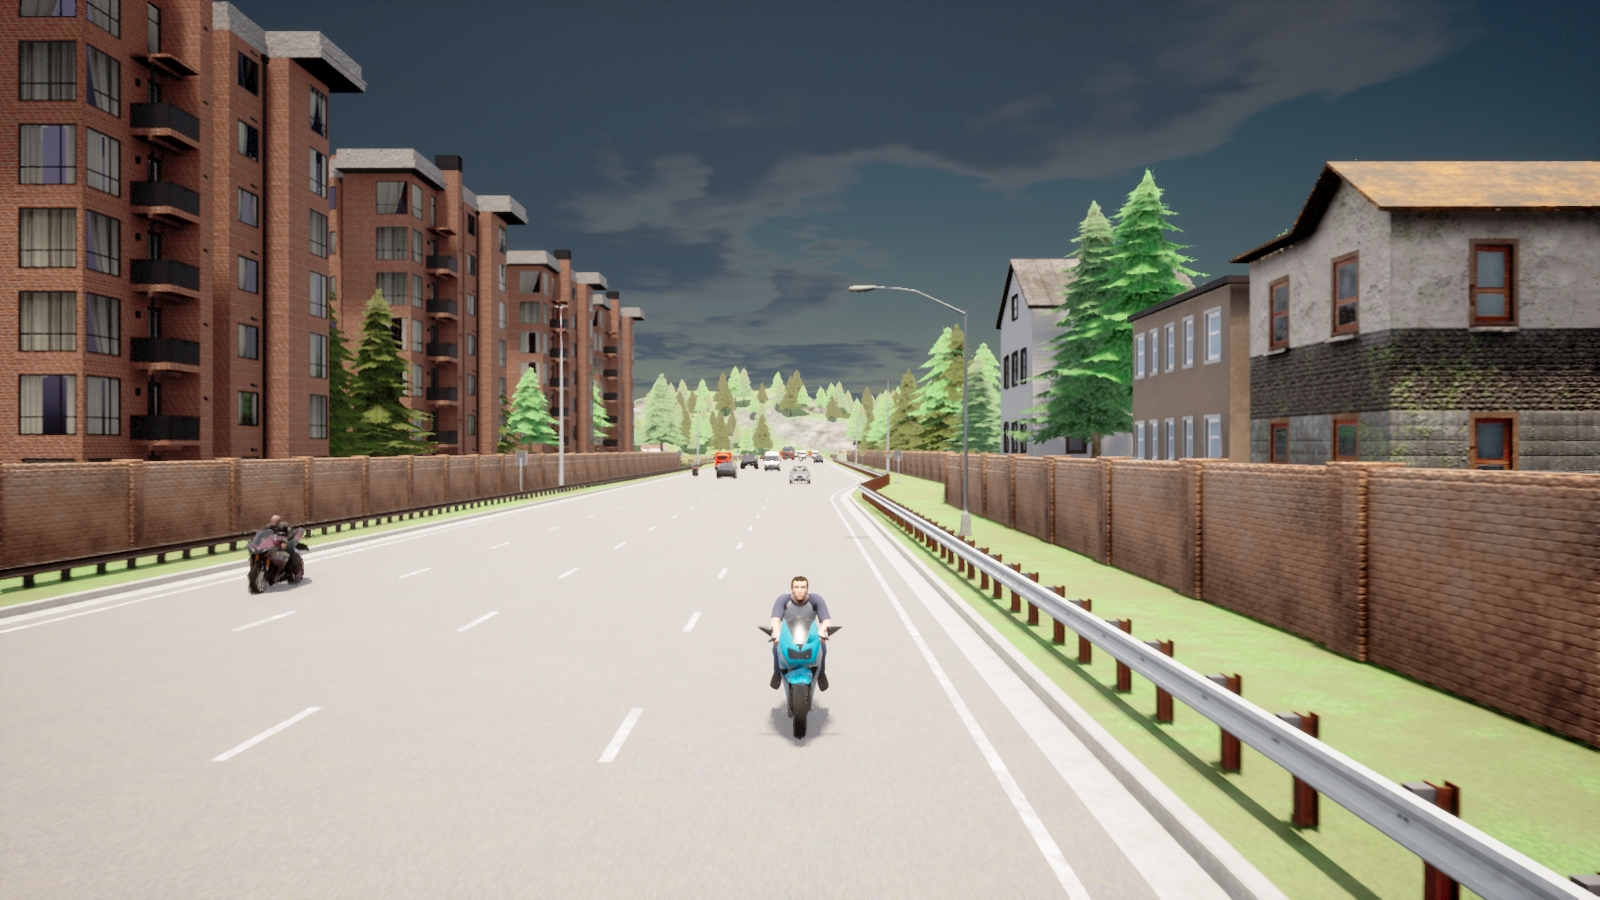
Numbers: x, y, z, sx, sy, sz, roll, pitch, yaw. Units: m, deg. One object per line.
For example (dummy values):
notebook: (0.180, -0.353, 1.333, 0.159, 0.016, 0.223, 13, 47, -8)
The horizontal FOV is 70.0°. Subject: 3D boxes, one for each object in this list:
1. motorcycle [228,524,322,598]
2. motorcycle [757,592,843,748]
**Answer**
motorcycle: (-10.503, 2.194, 22.945, 0.867, 1.251, 2.209, 0, 0, 0)
motorcycle: (0.000, 2.179, 11.667, 0.803, 1.199, 2.033, 0, 0, 0)
